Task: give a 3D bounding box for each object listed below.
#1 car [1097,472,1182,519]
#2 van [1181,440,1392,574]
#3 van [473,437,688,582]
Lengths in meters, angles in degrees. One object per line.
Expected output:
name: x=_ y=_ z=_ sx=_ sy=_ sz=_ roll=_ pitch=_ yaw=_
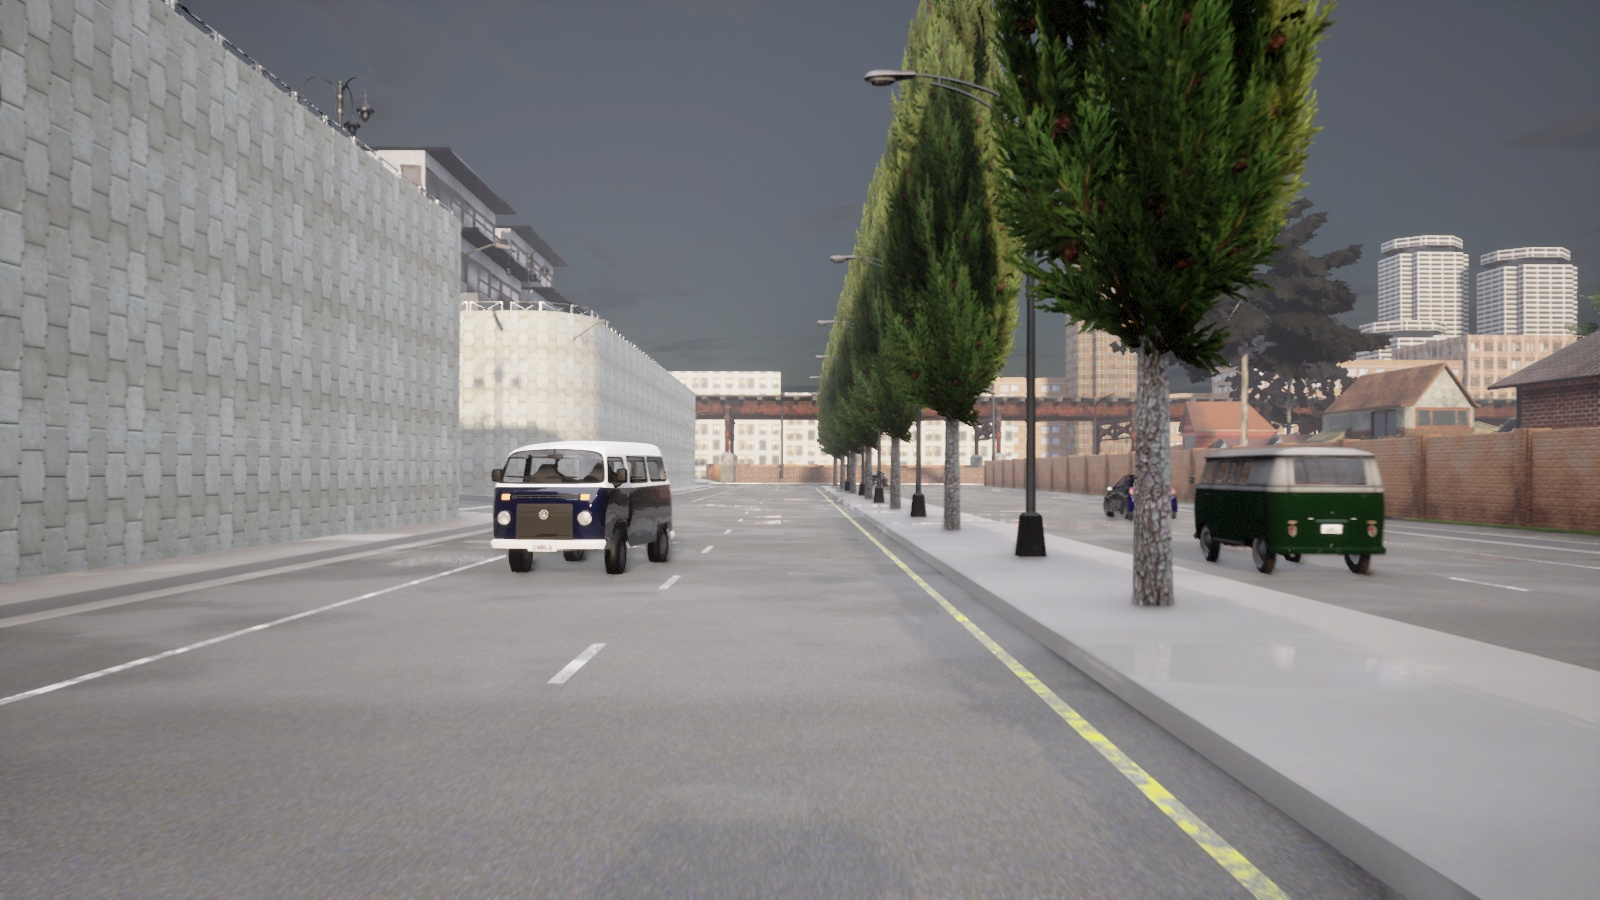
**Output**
car: x=11.397 y=1.492 z=42.364 sx=1.845 sy=1.501 sz=3.633 roll=0 pitch=-1 yaw=0
van: x=7.948 y=0.887 z=20.981 sx=1.775 sy=1.987 sz=4.442 roll=0 pitch=-1 yaw=0
van: x=-3.336 y=0.888 z=20.097 sx=2.069 sy=2.038 sz=4.480 roll=-1 pitch=-1 yaw=8
